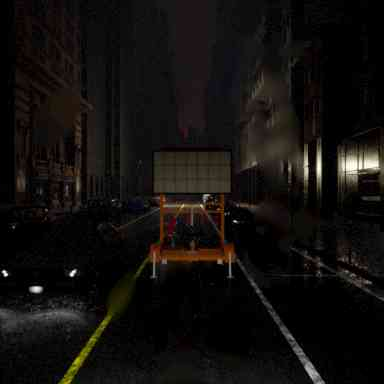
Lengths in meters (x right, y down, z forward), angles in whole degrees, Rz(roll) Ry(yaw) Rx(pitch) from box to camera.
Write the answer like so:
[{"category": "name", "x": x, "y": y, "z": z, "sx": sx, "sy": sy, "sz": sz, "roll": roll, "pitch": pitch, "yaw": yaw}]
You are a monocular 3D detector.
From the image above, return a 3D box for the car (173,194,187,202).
[{"category": "car", "x": -2.947, "y": 1.649, "z": 80.880, "sx": 1.895, "sy": 1.301, "sz": 4.718, "roll": 0, "pitch": 0, "yaw": 0}]

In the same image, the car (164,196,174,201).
[{"category": "car", "x": -5.707, "y": 1.601, "z": 82.468, "sx": 2.008, "sy": 1.369, "sz": 4.403, "roll": 0, "pitch": 0, "yaw": 0}]

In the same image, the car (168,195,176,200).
[{"category": "car", "x": -5.699, "y": 1.607, "z": 93.672, "sx": 1.887, "sy": 1.381, "sz": 4.507, "roll": 0, "pitch": 0, "yaw": 0}]

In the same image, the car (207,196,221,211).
[{"category": "car", "x": 2.786, "y": 1.449, "z": 32.061, "sx": 1.967, "sy": 1.590, "sz": 4.097, "roll": 0, "pitch": 0, "yaw": 0}]

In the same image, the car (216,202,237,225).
[{"category": "car", "x": 2.778, "y": 1.570, "z": 20.857, "sx": 1.947, "sy": 1.339, "sz": 4.313, "roll": 0, "pitch": 0, "yaw": 0}]

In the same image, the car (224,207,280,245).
[{"category": "car", "x": 2.774, "y": 1.568, "z": 15.255, "sx": 1.947, "sy": 1.339, "sz": 4.313, "roll": 0, "pitch": 0, "yaw": 0}]

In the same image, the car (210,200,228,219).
[{"category": "car", "x": 2.782, "y": 1.557, "z": 26.458, "sx": 2.008, "sy": 1.369, "sz": 4.403, "roll": 0, "pitch": 0, "yaw": 0}]

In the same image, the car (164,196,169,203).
[{"category": "car", "x": -5.721, "y": 1.470, "z": 60.062, "sx": 1.967, "sy": 1.590, "sz": 4.097, "roll": 0, "pitch": 0, "yaw": 0}]

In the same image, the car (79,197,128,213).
[{"category": "car", "x": -5.746, "y": 1.319, "z": 20.850, "sx": 2.192, "sy": 1.841, "sz": 5.009, "roll": 0, "pitch": 0, "yaw": 0}]

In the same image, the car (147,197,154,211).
[{"category": "car", "x": -5.736, "y": 1.538, "z": 37.484, "sx": 1.752, "sy": 1.417, "sz": 4.829, "roll": 0, "pitch": 0, "yaw": 0}]

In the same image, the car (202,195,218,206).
[{"category": "car", "x": 2.793, "y": 1.331, "z": 43.265, "sx": 2.192, "sy": 1.841, "sz": 5.009, "roll": 0, "pitch": 0, "yaw": 0}]

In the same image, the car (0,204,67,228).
[{"category": "car", "x": -5.754, "y": 1.316, "z": 9.646, "sx": 2.192, "sy": 1.841, "sz": 5.009, "roll": 0, "pitch": 0, "yaw": 0}]

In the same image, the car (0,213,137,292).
[{"category": "car", "x": -3.095, "y": 1.548, "z": 9.266, "sx": 2.033, "sy": 1.411, "sz": 5.357, "roll": 0, "pitch": 0, "yaw": 0}]

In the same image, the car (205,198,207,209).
[{"category": "car", "x": 2.789, "y": 1.595, "z": 37.662, "sx": 1.802, "sy": 1.307, "sz": 4.206, "roll": 0, "pitch": 0, "yaw": 0}]

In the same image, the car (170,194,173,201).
[{"category": "car", "x": -5.714, "y": 1.605, "z": 71.265, "sx": 1.947, "sy": 1.339, "sz": 4.313, "roll": 0, "pitch": 0, "yaw": 0}]

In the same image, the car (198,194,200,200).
[{"category": "car", "x": 2.811, "y": 1.621, "z": 71.276, "sx": 1.802, "sy": 1.307, "sz": 4.206, "roll": 0, "pitch": 0, "yaw": 0}]

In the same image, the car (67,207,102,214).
[{"category": "car", "x": -5.751, "y": 1.584, "z": 15.247, "sx": 1.802, "sy": 1.307, "sz": 4.206, "roll": 0, "pitch": 0, "yaw": 0}]

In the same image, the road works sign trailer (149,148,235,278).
[{"category": "road works sign trailer", "x": 0.006, "y": 0.465, "z": 10.107, "sx": 2.380, "sy": 3.560, "sz": 2.880, "roll": 0, "pitch": 0, "yaw": 0}]

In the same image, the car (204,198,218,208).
[{"category": "car", "x": 2.796, "y": 1.603, "z": 48.867, "sx": 1.802, "sy": 1.307, "sz": 4.206, "roll": 0, "pitch": 0, "yaw": 0}]

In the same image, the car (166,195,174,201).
[{"category": "car", "x": -5.703, "y": 1.581, "z": 87.899, "sx": 1.752, "sy": 1.417, "sz": 4.829, "roll": 0, "pitch": 0, "yaw": 0}]

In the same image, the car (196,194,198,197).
[{"category": "car", "x": 2.826, "y": 1.607, "z": 93.684, "sx": 1.887, "sy": 1.381, "sz": 4.507, "roll": 0, "pitch": 0, "yaw": 0}]

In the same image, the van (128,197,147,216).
[{"category": "van", "x": -5.739, "y": 1.350, "z": 32.052, "sx": 1.690, "sy": 1.788, "sz": 3.998, "roll": 0, "pitch": 0, "yaw": 0}]

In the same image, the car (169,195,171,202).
[{"category": "car", "x": -5.718, "y": 1.616, "z": 65.662, "sx": 1.802, "sy": 1.307, "sz": 4.206, "roll": 0, "pitch": 0, "yaw": 0}]

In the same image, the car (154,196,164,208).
[{"category": "car", "x": -5.729, "y": 1.461, "z": 48.858, "sx": 1.967, "sy": 1.590, "sz": 4.097, "roll": 0, "pitch": 0, "yaw": 0}]
